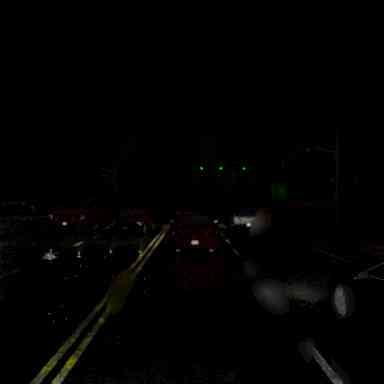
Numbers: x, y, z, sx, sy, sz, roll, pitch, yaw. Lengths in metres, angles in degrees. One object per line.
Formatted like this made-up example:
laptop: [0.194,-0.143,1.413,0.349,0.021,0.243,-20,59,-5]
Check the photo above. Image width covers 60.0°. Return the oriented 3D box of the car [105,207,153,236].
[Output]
car: [-3.508,1.676,20.013,1.882,1.535,5.008,0,-1,0]

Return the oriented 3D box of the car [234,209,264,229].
car: [3.930,1.835,23.549,1.895,1.301,4.718,0,-1,7]

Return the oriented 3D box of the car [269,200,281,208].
car: [14.828,1.883,53.719,4.553,1.767,2.097,0,-1,-2]

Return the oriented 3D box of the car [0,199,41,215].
car: [-20.003,1.727,38.445,4.553,1.767,2.097,0,-1,-2]

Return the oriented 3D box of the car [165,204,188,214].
car: [-1.208,1.856,31.116,2.033,1.411,5.357,0,-1,-14]

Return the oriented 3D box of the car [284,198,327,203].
car: [15.777,1.940,46.749,5.008,1.535,1.882,0,-1,-2]

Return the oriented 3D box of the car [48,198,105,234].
car: [-6.999,1.418,21.042,2.150,2.045,5.566,0,-1,0]

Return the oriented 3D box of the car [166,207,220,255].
car: [0.101,1.617,13.964,1.882,1.535,5.008,0,-1,0]

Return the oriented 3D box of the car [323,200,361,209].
car: [24.296,2.082,54.001,5.357,1.411,2.033,0,-1,-2]

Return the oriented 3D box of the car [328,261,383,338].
car: [3.649,1.550,4.495,1.837,1.490,4.892,-1,-1,-4]
